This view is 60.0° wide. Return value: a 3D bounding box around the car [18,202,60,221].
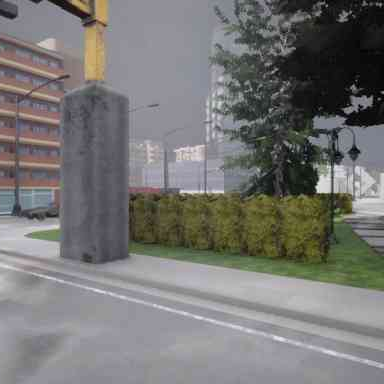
[{"bbox_3d":[-11.524,1.547,27.938,2.033,1.411,5.357,0,0,36],"label":"car"}]
